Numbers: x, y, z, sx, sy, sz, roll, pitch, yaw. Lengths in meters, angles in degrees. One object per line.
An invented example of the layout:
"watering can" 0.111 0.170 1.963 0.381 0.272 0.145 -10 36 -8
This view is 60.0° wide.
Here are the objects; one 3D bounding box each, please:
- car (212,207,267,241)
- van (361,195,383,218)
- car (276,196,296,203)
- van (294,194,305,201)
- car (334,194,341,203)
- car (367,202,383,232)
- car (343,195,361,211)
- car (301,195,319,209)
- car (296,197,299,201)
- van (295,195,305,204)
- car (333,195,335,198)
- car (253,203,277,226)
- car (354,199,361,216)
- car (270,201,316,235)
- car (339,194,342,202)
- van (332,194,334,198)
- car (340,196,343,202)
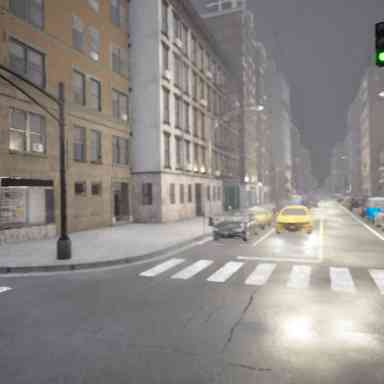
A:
"car" 2.344 1.673 17.227 2.008 1.369 4.403 -1 -1 21
"van" 13.757 1.300 24.374 1.690 1.788 3.998 -1 -1 21
"car" 10.203 1.592 37.374 1.967 1.590 4.097 -1 -1 21
"van" 18.062 1.525 57.519 1.690 1.788 3.998 -1 -1 21
"car" 31.503 1.573 69.678 1.887 1.381 4.507 -1 -1 21
"car" 11.790 1.503 19.338 2.008 1.369 4.403 -1 -1 21
"car" 19.670 1.297 39.476 2.192 1.841 5.009 -1 -1 21
"car" 16.821 1.594 46.993 1.837 1.490 4.892 -1 0 21
"car" 12.108 1.685 42.251 1.752 1.417 4.829 -1 -1 21
"van" 21.993 1.540 67.592 1.690 1.788 3.998 -1 -1 21
"car" 33.475 1.602 74.712 1.947 1.339 4.313 -1 -1 21
"car" 4.247 1.654 22.106 1.752 1.417 4.829 -1 -1 21
"car" 15.733 1.549 29.406 1.802 1.307 4.206 -1 -1 21
"car" 6.065 1.563 19.499 1.882 1.535 5.008 -1 0 21
"car" 25.650 1.531 54.734 1.752 1.417 4.829 -1 -1 21
"van" 37.413 1.391 84.782 1.690 1.788 3.998 -1 -1 21
"car" 23.618 1.548 49.542 2.008 1.369 4.403 -1 -1 21
